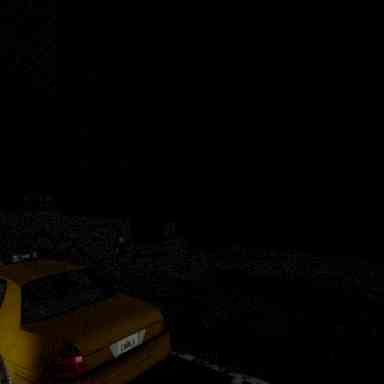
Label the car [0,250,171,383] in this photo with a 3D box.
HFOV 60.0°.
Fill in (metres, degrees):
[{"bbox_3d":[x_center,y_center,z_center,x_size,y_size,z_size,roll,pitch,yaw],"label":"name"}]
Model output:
[{"bbox_3d":[-2.536,1.525,4.766,4.829,1.417,1.752,0,0,35],"label":"car"}]
